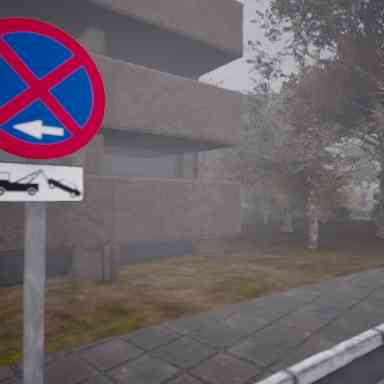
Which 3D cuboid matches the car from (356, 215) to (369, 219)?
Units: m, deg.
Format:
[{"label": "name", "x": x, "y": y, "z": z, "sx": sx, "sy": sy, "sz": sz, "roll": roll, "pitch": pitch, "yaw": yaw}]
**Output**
[{"label": "car", "x": 22.326, "y": 2.721, "z": 42.610, "sx": 1.812, "sy": 1.442, "sz": 4.674, "roll": 0, "pitch": -2, "yaw": -3}]
